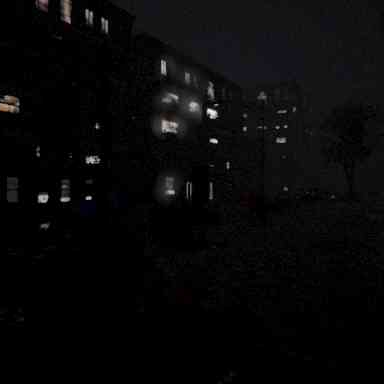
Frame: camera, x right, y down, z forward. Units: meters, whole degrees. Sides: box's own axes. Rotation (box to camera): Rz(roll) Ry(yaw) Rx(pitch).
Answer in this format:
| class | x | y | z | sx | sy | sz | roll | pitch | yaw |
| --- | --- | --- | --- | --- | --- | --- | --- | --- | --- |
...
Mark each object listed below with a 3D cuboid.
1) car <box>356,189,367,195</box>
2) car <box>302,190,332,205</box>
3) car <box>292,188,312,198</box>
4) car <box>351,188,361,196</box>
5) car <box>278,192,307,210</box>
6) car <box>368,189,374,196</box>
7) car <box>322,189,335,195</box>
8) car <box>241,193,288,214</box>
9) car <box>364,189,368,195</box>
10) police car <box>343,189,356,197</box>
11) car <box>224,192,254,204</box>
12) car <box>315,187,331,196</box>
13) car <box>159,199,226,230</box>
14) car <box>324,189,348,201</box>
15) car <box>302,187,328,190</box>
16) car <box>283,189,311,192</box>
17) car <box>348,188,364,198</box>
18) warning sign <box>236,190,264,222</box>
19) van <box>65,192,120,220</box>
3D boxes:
| class | x | y | z | sx | sy | sz | roll | pitch | yaw |
| --- | --- | --- | --- | --- | --- | --- | --- | --- | --- |
| car | 43.351 | -0.030 | 84.937 | 1.812 | 1.442 | 4.674 | 1 | 1 | 35 |
| car | 15.736 | 0.814 | 41.907 | 2.008 | 1.369 | 4.403 | 2 | 2 | 35 |
| car | 21.536 | 0.116 | 64.983 | 2.192 | 1.841 | 5.009 | 2 | 2 | 35 |
| car | 39.560 | -0.114 | 80.116 | 2.097 | 1.767 | 4.553 | 1 | 1 | 28 |
| car | 9.394 | 0.989 | 32.750 | 2.008 | 1.369 | 4.403 | 2 | 2 | 35 |
| car | 41.106 | 0.010 | 78.527 | 1.967 | 1.590 | 4.097 | 2 | 2 | 35 |
| car | 34.215 | 0.001 | 83.301 | 1.887 | 1.381 | 4.507 | 2 | 2 | 35 |
| car | 6.223 | 1.071 | 28.172 | 1.887 | 1.381 | 4.507 | 2 | 2 | 35 |
| car | 34.762 | 0.293 | 69.374 | 2.008 | 1.369 | 4.403 | 2 | 2 | 35 |
| police car | 34.119 | 0.112 | 71.985 | 1.930 | 1.638 | 5.238 | 1 | 1 | 32 |
| car | 5.677 | 0.803 | 42.100 | 1.947 | 1.339 | 4.313 | 2 | 2 | 35 |
| car | 31.048 | -0.143 | 78.716 | 2.192 | 1.841 | 5.009 | 2 | 2 | 35 |
| car | -0.118 | 1.269 | 19.018 | 1.947 | 1.339 | 4.313 | 2 | 2 | 35 |
| car | 22.176 | 0.611 | 51.202 | 1.752 | 1.417 | 4.829 | 2 | 2 | 35 |
| car | 19.682 | 0.278 | 52.339 | 2.150 | 2.045 | 5.566 | 1 | 1 | 35 |
| car | 14.072 | 0.738 | 44.160 | 1.812 | 1.442 | 4.674 | 1 | 1 | 35 |
| car | 31.592 | 0.379 | 64.797 | 2.008 | 1.369 | 4.403 | 2 | 2 | 35 |
| warning sign | 3.500 | 0.804 | 20.101 | 1.300 | 1.860 | 1.060 | 0 | 0 | 35 |
| van | -7.004 | 0.931 | 23.782 | 1.690 | 1.788 | 3.998 | 2 | 2 | 35 |
